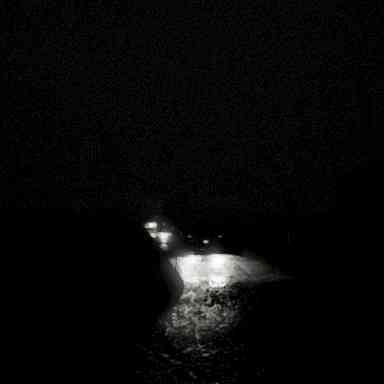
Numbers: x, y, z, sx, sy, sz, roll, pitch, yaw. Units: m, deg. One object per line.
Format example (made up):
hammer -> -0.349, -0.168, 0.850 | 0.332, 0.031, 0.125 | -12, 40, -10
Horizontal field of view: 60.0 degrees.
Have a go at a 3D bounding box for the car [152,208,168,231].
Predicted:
car -> -1.797, 2.284, 26.641 | 2.033, 1.411, 5.357 | 2, -2, -11

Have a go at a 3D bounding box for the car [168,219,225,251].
car -> 0.229, 2.019, 16.327 | 1.994, 1.385, 4.181 | 2, -2, -11

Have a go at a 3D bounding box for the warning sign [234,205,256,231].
warning sign -> 3.951, 1.941, 24.981 | 1.300, 1.860, 1.060 | 2, -1, -11

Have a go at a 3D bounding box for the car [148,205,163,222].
car -> -4.000, 2.537, 37.898 | 2.128, 1.511, 4.902 | 2, -2, -11
